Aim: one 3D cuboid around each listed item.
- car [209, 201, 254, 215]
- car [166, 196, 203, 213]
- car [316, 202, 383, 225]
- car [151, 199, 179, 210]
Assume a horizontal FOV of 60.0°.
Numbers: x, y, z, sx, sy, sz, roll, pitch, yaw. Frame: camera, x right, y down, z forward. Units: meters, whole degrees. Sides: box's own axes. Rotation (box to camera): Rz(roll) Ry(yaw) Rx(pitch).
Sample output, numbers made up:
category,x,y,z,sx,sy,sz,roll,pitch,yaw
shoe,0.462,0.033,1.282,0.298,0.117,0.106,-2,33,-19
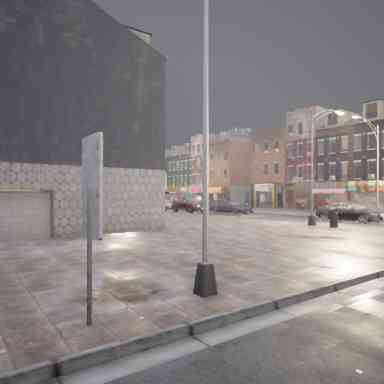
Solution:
category,x,y,z,sx,sy,sz,roll,pitch,yaw
car,4.097,1.637,35.287,2.033,1.411,5.357,0,0,-36
car,-0.400,1.411,37.223,2.192,1.841,5.009,0,0,-35
car,11.676,1.537,24.644,2.128,1.511,4.902,0,0,-35
car,-3.871,1.667,46.532,1.812,1.442,4.674,0,-1,-35
